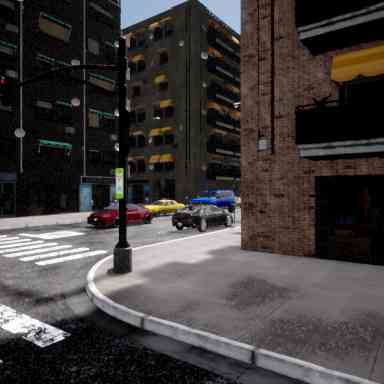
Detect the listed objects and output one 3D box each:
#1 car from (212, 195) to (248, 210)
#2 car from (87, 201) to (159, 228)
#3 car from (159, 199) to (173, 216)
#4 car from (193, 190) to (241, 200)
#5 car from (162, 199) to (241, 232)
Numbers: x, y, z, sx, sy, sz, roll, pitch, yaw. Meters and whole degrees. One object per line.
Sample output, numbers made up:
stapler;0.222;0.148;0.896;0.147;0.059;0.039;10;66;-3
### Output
car;4.235;1.111;36.505;1.752;1.417;4.829;1;1;36
car;-4.346;1.368;20.600;1.994;1.385;4.181;0;1;36
car;-2.455;1.252;27.347;1.752;1.417;4.829;1;1;36
car;1.878;0.894;29.114;2.150;2.045;5.566;0;1;36
car;0.680;1.333;18.282;2.008;1.369;4.403;1;1;36
